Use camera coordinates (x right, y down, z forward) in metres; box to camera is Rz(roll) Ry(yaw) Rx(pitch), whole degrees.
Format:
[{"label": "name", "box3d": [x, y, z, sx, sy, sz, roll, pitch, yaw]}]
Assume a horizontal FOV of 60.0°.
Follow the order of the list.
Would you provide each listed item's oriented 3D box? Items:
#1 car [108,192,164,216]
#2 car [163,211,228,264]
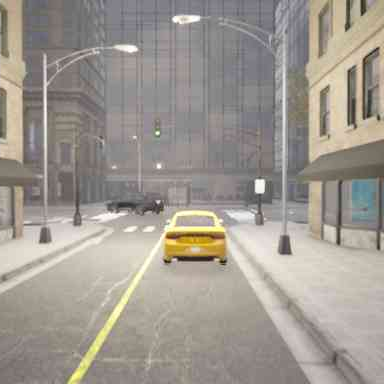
[{"label": "car", "box3d": [-5.067, 1.015, 29.812, 5.566, 2.045, 2.150, 0, -1, 36]}, {"label": "car", "box3d": [0.103, 1.390, 11.449, 1.882, 1.535, 5.008, 0, 0, 0]}]
